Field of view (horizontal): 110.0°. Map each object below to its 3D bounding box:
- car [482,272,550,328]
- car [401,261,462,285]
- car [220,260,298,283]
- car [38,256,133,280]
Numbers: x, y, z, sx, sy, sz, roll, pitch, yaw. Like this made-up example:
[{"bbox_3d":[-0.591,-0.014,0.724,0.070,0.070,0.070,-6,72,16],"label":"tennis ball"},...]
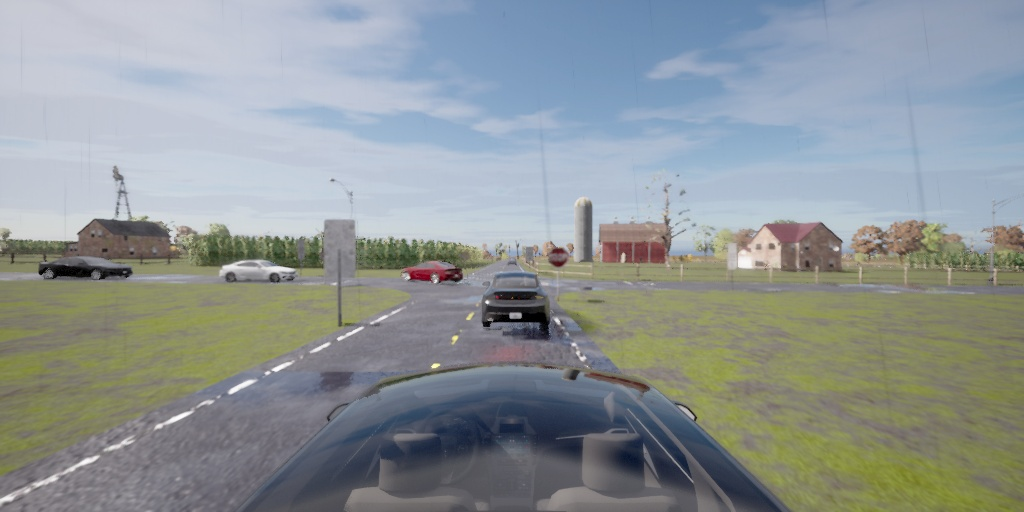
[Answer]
[{"bbox_3d":[0.127,1.230,11.289,1.837,1.490,4.892,0,0,1],"label":"car"},{"bbox_3d":[-5.773,1.115,25.536,5.008,1.535,1.882,1,0,35],"label":"car"},{"bbox_3d":[-17.064,1.013,24.270,4.674,1.442,1.812,1,1,0],"label":"car"},{"bbox_3d":[-28.677,0.793,24.235,5.008,1.535,1.882,1,1,0],"label":"car"}]
